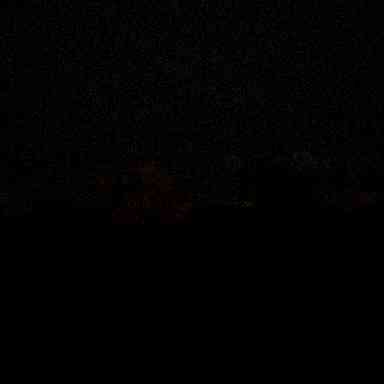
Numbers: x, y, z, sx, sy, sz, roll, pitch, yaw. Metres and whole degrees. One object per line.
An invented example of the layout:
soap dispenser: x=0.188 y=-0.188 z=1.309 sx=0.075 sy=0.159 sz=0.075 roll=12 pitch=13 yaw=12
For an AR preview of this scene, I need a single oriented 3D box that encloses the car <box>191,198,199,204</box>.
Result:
car: x=-0.402 y=2.006 z=72.799 sx=1.895 sy=1.301 sz=4.718 roll=-1 pitch=-1 yaw=36
